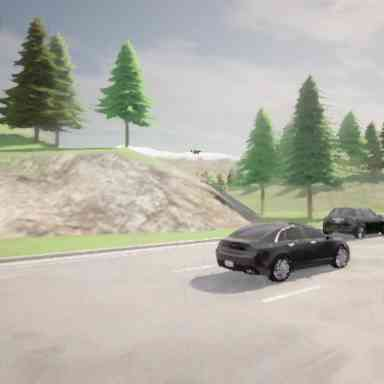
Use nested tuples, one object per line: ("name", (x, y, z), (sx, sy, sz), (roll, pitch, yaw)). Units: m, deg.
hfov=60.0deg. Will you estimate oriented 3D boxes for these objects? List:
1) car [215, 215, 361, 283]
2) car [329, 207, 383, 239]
("car", (2.944, 1.664, 10.243), (4.892, 1.490, 1.837), (0, -1, -36))
("car", (9.720, 1.653, 19.481), (4.553, 1.767, 2.097), (1, -1, -36))
